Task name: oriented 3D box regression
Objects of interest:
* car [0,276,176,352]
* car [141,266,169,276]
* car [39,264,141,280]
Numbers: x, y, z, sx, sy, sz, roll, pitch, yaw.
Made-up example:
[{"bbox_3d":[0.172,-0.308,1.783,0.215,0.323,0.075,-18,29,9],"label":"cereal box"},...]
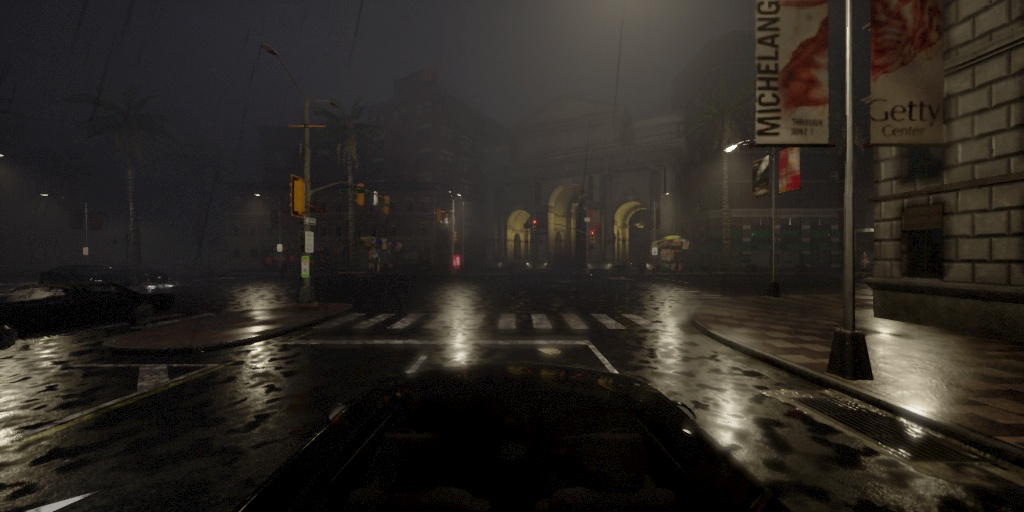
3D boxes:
[{"bbox_3d":[-11.454,1.351,8.917,1.895,1.301,4.718,0,0,1],"label":"car"},{"bbox_3d":[-26.507,1.315,24.984,4.181,1.385,1.994,0,0,2],"label":"car"},{"bbox_3d":[-24.433,1.227,20.595,5.008,1.535,1.882,0,0,14],"label":"car"}]
